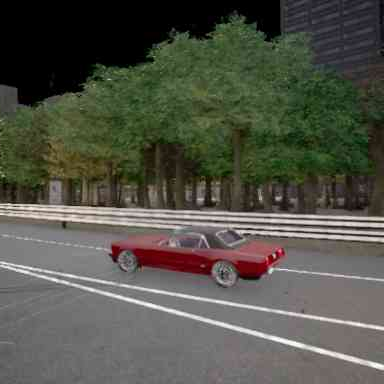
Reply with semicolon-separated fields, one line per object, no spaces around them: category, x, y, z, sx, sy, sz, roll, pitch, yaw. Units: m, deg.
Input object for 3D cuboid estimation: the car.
car;-0.013;1.611;9.156;4.718;1.301;1.895;0;0;29
